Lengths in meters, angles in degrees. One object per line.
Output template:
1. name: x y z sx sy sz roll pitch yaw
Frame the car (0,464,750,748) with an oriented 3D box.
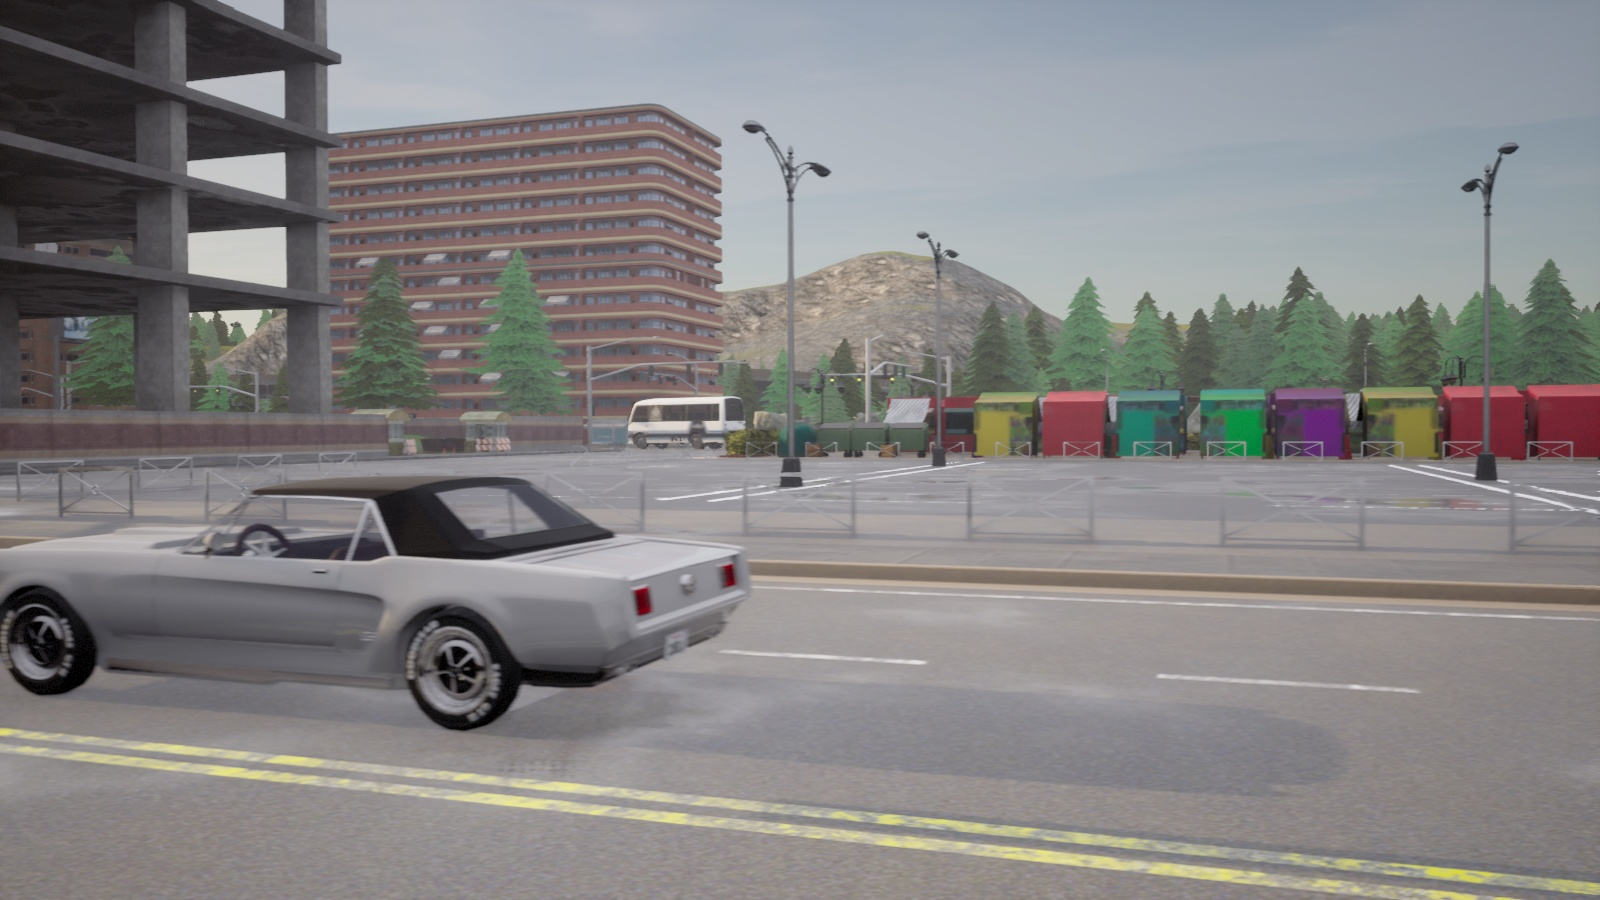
1. car: -2.858 0.791 7.849 4.718 1.301 1.895 1 1 19
